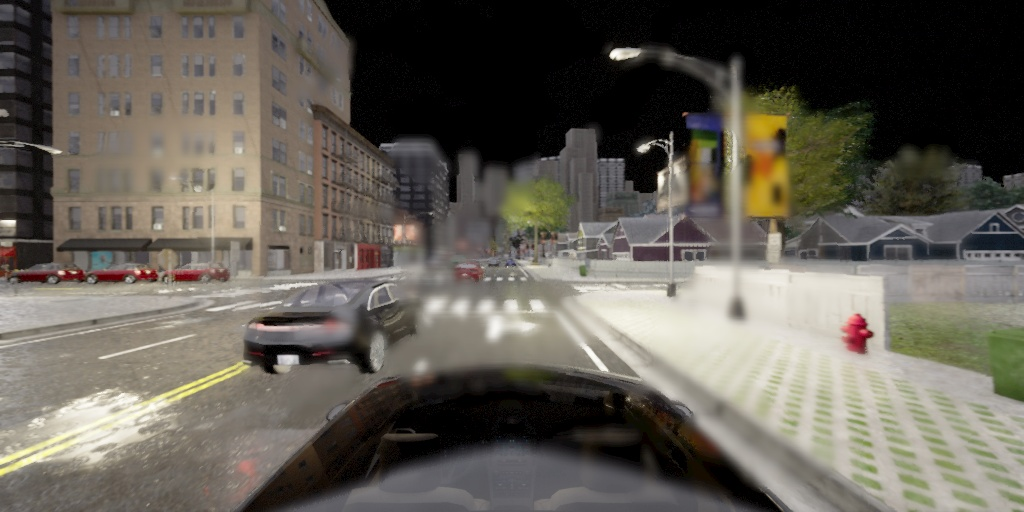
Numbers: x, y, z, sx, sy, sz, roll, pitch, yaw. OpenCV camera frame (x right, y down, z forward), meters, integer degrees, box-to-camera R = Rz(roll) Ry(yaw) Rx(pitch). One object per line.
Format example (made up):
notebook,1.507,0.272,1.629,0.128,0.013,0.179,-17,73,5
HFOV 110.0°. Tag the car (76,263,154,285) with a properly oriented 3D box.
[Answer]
car,-29.131,1.270,26.805,4.097,1.591,1.967,0,0,0

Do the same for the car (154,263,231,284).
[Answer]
car,-23.627,1.253,26.849,4.097,1.591,1.967,0,0,0

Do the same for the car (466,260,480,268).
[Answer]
car,-6.773,1.350,62.713,1.994,1.385,4.181,0,0,0

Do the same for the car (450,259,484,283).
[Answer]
car,-3.248,1.238,27.698,1.882,1.535,5.008,0,0,0

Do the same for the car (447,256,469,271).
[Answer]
car,-6.757,0.997,46.796,2.150,2.045,5.566,0,0,0

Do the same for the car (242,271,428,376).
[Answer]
car,-3.165,1.252,7.480,2.128,1.511,4.902,0,0,0

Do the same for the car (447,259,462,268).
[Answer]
car,-10.018,1.276,62.740,1.882,1.535,5.008,0,0,0

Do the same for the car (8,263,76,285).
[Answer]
car,-34.634,1.288,26.760,4.097,1.591,1.967,0,0,0

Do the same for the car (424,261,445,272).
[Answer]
car,-10.005,1.334,46.882,2.033,1.411,5.357,0,0,0
